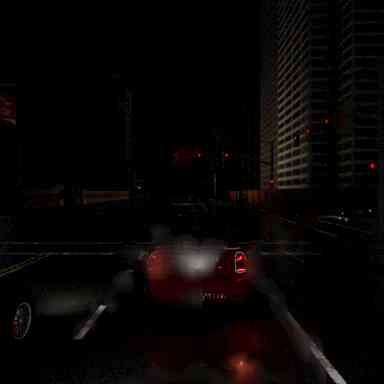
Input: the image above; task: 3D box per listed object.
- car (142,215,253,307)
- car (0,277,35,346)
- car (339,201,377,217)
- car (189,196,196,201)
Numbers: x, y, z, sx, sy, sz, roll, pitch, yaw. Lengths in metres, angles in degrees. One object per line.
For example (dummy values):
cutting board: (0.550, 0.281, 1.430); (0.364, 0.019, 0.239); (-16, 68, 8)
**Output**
car: (0.108, 1.352, 8.145); (2.097, 1.767, 4.553); (0, 0, 0)
car: (-3.395, 1.526, 3.371); (1.812, 1.442, 4.674); (0, 0, 0)
car: (16.300, 1.547, 30.192); (5.357, 1.411, 2.033); (0, 0, 0)
car: (0.082, 1.595, 83.494); (1.895, 1.301, 4.718); (0, 0, 0)
